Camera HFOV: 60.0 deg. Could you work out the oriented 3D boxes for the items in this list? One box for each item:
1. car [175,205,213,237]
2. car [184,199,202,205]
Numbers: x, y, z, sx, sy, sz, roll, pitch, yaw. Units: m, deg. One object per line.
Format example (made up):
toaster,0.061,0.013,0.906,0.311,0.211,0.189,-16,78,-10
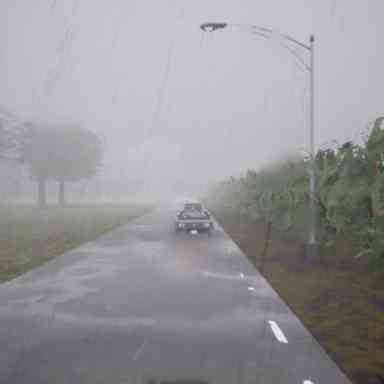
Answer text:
car,0.096,1.609,18.068,1.895,1.301,4.718,0,0,0
car,0.104,1.505,36.286,1.882,1.535,5.008,0,0,0
